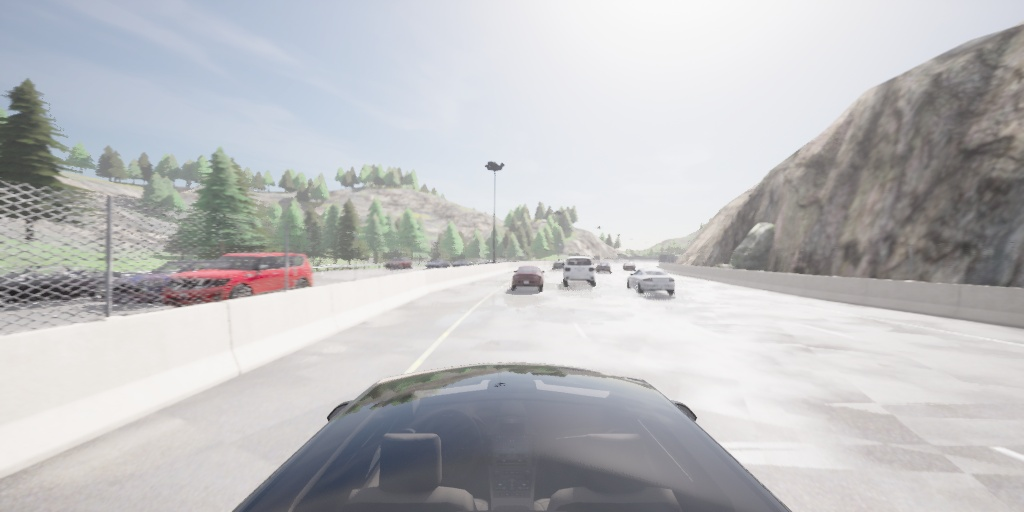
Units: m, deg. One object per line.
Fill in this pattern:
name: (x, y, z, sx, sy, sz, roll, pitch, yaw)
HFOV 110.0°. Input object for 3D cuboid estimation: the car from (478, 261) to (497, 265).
car: (-3.668, 1.386, 55.003, 1.895, 1.301, 4.718, 1, 0, 15)

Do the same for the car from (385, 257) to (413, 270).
car: (-15.705, 0.986, 49.964, 2.097, 1.767, 4.553, 1, 0, 13)

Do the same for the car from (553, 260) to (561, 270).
car: (7.670, 1.415, 56.411, 2.128, 1.511, 4.902, 0, 0, 17)

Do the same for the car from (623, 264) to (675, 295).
car: (7.911, 1.399, 20.671, 1.812, 1.442, 4.674, 0, 0, 6)

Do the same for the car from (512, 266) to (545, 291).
car: (1.062, 1.319, 22.457, 1.812, 1.442, 4.674, 0, 0, 6)

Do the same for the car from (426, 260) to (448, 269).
car: (-11.051, 1.244, 54.484, 2.033, 1.411, 5.357, 1, 0, 14)

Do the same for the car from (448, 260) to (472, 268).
car: (-7.534, 1.301, 54.038, 1.994, 1.385, 4.181, 1, 0, 14)

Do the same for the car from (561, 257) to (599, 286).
car: (4.882, 1.068, 26.493, 2.150, 2.045, 5.566, 0, 0, 8)

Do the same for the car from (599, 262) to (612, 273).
car: (12.350, 1.515, 48.106, 2.033, 1.411, 5.357, 1, 0, 16)

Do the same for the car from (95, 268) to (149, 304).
car: (-13.653, 0.958, 15.058, 2.097, 1.767, 4.553, 1, 0, 4)

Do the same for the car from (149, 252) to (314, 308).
car: (-10.230, 0.865, 14.116, 2.150, 2.045, 5.566, 1, 0, 4)

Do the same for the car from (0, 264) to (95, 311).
car: (-17.269, 1.052, 13.006, 2.128, 1.511, 4.902, 1, 0, 3)
